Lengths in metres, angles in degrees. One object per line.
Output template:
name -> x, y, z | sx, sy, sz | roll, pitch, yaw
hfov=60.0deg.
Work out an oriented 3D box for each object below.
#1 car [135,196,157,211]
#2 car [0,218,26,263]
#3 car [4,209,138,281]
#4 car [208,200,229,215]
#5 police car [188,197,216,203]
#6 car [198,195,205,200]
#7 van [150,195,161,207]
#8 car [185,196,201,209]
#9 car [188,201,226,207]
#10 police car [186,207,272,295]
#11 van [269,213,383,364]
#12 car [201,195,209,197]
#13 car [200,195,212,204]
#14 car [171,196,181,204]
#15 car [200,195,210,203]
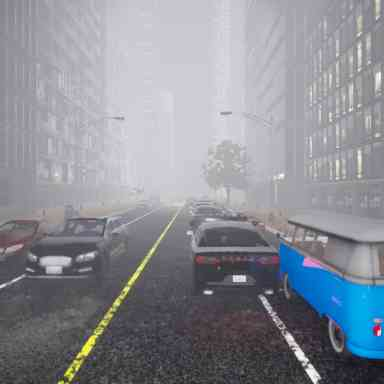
car -> -5.745, 1.548, 39.855 | 2.008, 1.369, 4.403 | 0, 0, 0
car -> -5.706, 1.582, 11.392 | 1.802, 1.307, 4.206 | 0, 0, 0
car -> -3.114, 1.491, 9.945 | 2.128, 1.511, 4.902 | 0, 0, 0
car -> 2.643, 1.581, 34.171 | 1.802, 1.307, 4.206 | 0, 0, 0
police car -> 0.866, 1.425, 24.835 | 1.930, 1.638, 5.238 | 0, 0, 0
car -> 2.566, 1.463, 91.095 | 1.887, 1.381, 4.507 | 0, 0, 0
van -> -5.760, 1.328, 51.240 | 1.690, 1.788, 3.998 | 0, 0, 0
car -> -0.052, 1.594, 45.802 | 1.895, 1.301, 4.718 | 0, 0, 0
car -> 0.874, 1.478, 18.725 | 1.882, 1.535, 5.008 | 0, 0, 0
police car -> 0.888, 1.425, 8.835 | 1.930, 1.638, 5.238 | 0, 0, 0
van -> 2.683, 1.341, 5.709 | 1.690, 1.788, 3.998 | 0, 0, 0
car -> 2.628, 1.544, 45.555 | 2.008, 1.369, 4.403 | 0, 0, 0
car -> 2.605, 1.410, 62.633 | 1.967, 1.590, 4.097 | 0, 0, 0
car -> -3.090, 1.458, 65.044 | 2.128, 1.511, 4.902 | 0, 0, 0
car -> 2.597, 1.401, 68.325 | 1.967, 1.590, 4.097 | 0, 0, 0
